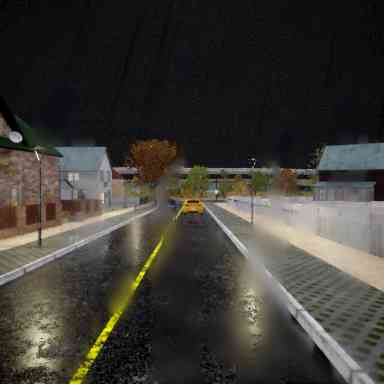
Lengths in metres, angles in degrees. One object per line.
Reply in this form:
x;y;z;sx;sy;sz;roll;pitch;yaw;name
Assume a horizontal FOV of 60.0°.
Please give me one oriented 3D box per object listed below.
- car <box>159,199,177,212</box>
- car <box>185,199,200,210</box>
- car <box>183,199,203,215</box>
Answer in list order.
-2.728;1.557;39.633;1.812;1.442;4.674;0;0;0;car
0.123;1.602;44.543;1.895;1.301;4.718;0;0;0;car
0.118;1.471;34.011;1.882;1.535;5.008;0;0;0;car
